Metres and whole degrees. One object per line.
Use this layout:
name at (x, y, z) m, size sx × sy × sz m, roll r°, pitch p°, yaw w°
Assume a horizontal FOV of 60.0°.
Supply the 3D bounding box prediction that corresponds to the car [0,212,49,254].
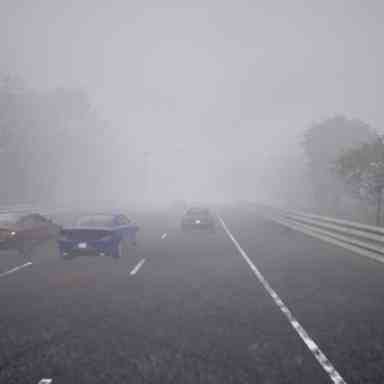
car at (-6.794, 1.536, 13.377) m, size 1.812 × 1.442 × 4.674 m, roll 0°, pitch 0°, yaw 1°

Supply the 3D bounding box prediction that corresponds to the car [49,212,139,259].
car at (-3.314, 1.503, 12.712) m, size 1.882 × 1.535 × 5.008 m, roll 0°, pitch 0°, yaw 1°

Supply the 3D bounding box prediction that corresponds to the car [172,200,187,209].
car at (-1.693, 1.762, 48.336) m, size 1.895 × 1.301 × 4.718 m, roll 0°, pitch 0°, yaw 4°

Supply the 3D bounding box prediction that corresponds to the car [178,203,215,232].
car at (0.392, 1.632, 20.493) m, size 1.994 × 1.385 × 4.181 m, roll 0°, pitch 0°, yaw 2°
